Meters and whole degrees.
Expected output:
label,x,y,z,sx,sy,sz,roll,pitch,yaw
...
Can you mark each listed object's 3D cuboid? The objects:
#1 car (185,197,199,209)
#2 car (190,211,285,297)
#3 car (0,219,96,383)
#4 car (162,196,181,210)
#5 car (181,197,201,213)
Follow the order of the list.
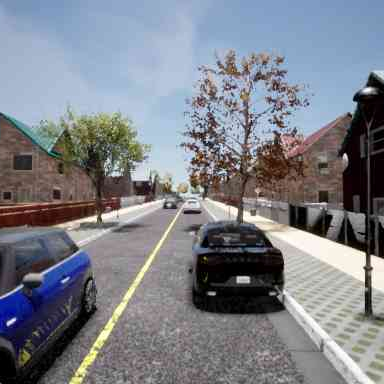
label,x,y,z,sx,sy,sz,roll,pitch,yaw
car,-0.018,1.539,47.196,1.882,1.535,5.008,0,0,0
car,0.951,1.487,8.675,1.882,1.535,5.008,0,0,0
car,-2.855,1.357,4.360,2.097,1.767,4.553,0,0,0
car,-2.914,1.550,44.885,2.128,1.511,4.902,0,0,0
car,0.019,1.572,36.956,1.812,1.442,4.674,0,0,0
